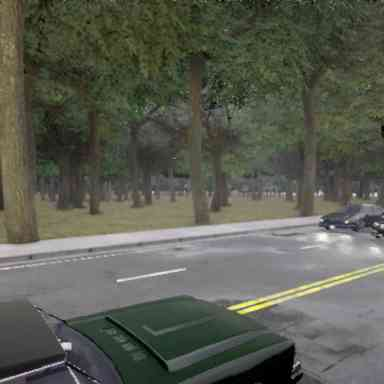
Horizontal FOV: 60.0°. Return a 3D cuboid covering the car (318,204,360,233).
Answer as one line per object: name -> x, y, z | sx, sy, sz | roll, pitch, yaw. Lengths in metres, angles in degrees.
car -> 9.281, 1.365, 18.472 | 5.357, 1.411, 2.033 | -1, 0, -36

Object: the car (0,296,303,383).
car -> -1.285, 1.597, 2.523 | 4.718, 1.301, 1.895 | -1, 0, -36

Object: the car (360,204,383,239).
car -> 9.972, 1.324, 14.957 | 4.902, 1.511, 2.128 | -1, 0, -36
